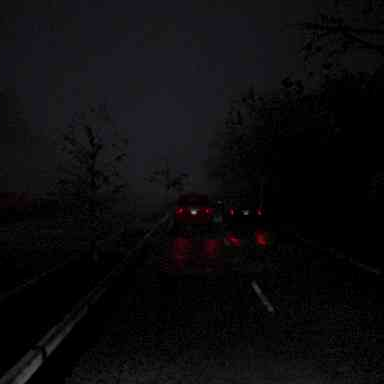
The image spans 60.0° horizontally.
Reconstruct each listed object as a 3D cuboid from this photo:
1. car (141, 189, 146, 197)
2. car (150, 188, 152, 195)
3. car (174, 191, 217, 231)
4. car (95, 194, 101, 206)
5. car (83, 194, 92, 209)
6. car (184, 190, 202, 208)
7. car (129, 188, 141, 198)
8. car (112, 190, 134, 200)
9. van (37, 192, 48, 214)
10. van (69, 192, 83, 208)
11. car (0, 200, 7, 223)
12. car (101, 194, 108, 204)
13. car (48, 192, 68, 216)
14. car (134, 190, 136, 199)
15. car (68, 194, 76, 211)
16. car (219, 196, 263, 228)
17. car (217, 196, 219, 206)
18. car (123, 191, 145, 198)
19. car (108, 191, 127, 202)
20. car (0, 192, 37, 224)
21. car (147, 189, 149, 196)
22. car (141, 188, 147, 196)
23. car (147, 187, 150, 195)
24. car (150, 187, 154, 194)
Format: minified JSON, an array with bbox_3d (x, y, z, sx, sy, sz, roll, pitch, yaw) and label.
[{"bbox_3d":[-13.665,0.648,73.527,5.366,1.575,1.946,-1,1,-20],"label":"car"},{"bbox_3d":[-13.831,0.334,88.475,4.674,1.452,2.002,-1,1,-20],"label":"car"},{"bbox_3d":[0.098,1.107,19.778,2.150,2.045,5.566,0,1,0],"label":"car"},{"bbox_3d":[-13.850,1.165,40.436,4.674,1.452,2.002,-1,1,-20],"label":"car"},{"bbox_3d":[-13.829,1.037,37.462,4.553,1.767,2.185,-1,1,-20],"label":"car"},{"bbox_3d":[0.097,0.828,42.346,2.150,2.045,5.566,0,1,0],"label":"car"},{"bbox_3d":[-13.817,0.515,67.470,5.566,2.045,2.435,-1,1,-20],"label":"car"},{"bbox_3d":[-14.015,0.856,61.382,5.366,1.575,1.946,-1,1,-20],"label":"car"},{"bbox_3d":[-13.758,1.086,25.565,4.442,1.987,1.878,-1,0,-20],"label":"van"},{"bbox_3d":[-13.970,0.977,34.426,4.442,1.987,1.878,-1,1,-20],"label":"van"},{"bbox_3d":[-13.862,1.423,19.554,4.674,1.452,2.002,-1,1,-20],"label":"car"},{"bbox_3d":[-13.828,1.116,43.454,4.792,1.488,2.163,-1,1,-20],"label":"car"},{"bbox_3d":[-13.840,1.024,28.518,5.566,2.045,2.435,-1,1,-20],"label":"car"},{"bbox_3d":[-13.846,0.851,64.455,4.674,1.452,2.002,-1,1,-20],"label":"car"},{"bbox_3d":[-13.854,1.239,31.489,4.892,1.521,2.231,-1,1,-20],"label":"car"},{"bbox_3d":[3.098,1.222,21.182,2.097,1.767,4.553,0,1,0],"label":"car"},{"bbox_3d":[3.097,1.185,39.818,2.033,1.411,5.357,0,1,0],"label":"car"},{"bbox_3d":[-13.859,0.554,79.453,4.792,1.488,2.163,-1,2,-20],"label":"car"},{"bbox_3d":[-13.821,0.964,55.459,4.792,1.488,2.163,-1,1,-20],"label":"car"},{"bbox_3d":[-13.894,1.100,22.522,5.566,2.045,2.435,-1,1,-20],"label":"car"},{"bbox_3d":[-13.834,0.495,82.477,4.674,1.452,2.002,-1,1,-20],"label":"car"},{"bbox_3d":[-13.864,0.342,76.448,5.566,2.045,2.435,-1,1,-20],"label":"car"},{"bbox_3d":[-13.862,0.250,85.461,4.553,1.767,2.185,-1,1,-20],"label":"car"},{"bbox_3d":[-13.820,0.211,91.473,5.008,1.535,2.097,-1,2,-20],"label":"car"}]
